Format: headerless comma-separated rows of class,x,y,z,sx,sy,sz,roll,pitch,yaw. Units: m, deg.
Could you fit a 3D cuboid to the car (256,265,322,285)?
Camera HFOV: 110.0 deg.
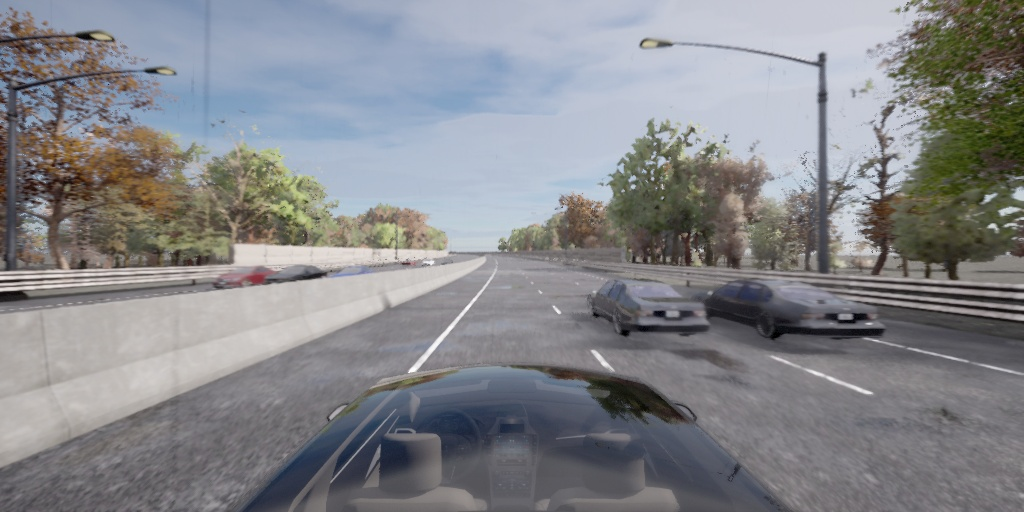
car,-14.208,1.361,23.896,1.882,1.535,5.008,0,0,-1

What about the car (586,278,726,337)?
car,3.586,1.354,10.515,2.033,1.411,5.357,0,0,0

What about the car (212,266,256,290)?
car,-17.710,1.410,24.232,1.812,1.442,4.674,0,0,-1

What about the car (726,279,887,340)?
car,7.089,1.352,10.139,2.033,1.411,5.357,0,0,0

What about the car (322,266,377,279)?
car,-10.714,1.412,24.500,1.812,1.442,4.674,0,0,-1
